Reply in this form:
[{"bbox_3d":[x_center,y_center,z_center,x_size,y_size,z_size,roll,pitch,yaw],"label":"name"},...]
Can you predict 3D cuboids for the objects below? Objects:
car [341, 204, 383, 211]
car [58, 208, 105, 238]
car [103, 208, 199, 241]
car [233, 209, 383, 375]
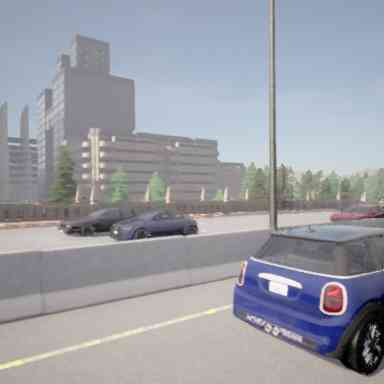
[{"bbox_3d":[10.220,1.497,19.885,5.008,1.535,1.882,0,0,-35],"label":"car"},{"bbox_3d":[-4.329,1.562,18.102,5.357,1.411,2.033,0,0,-36],"label":"car"},{"bbox_3d":[-1.698,1.577,15.680,4.181,1.385,1.994,0,0,-36],"label":"car"},{"bbox_3d":[2.932,1.358,5.852,4.553,1.767,2.097,0,0,-35],"label":"car"}]
